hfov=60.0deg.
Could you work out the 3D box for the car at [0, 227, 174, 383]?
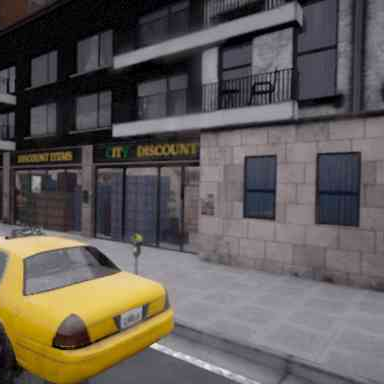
[{"bbox_3d":[-2.773,1.323,5.237,5.366,1.575,1.801,2,1,35],"label":"car"}]
